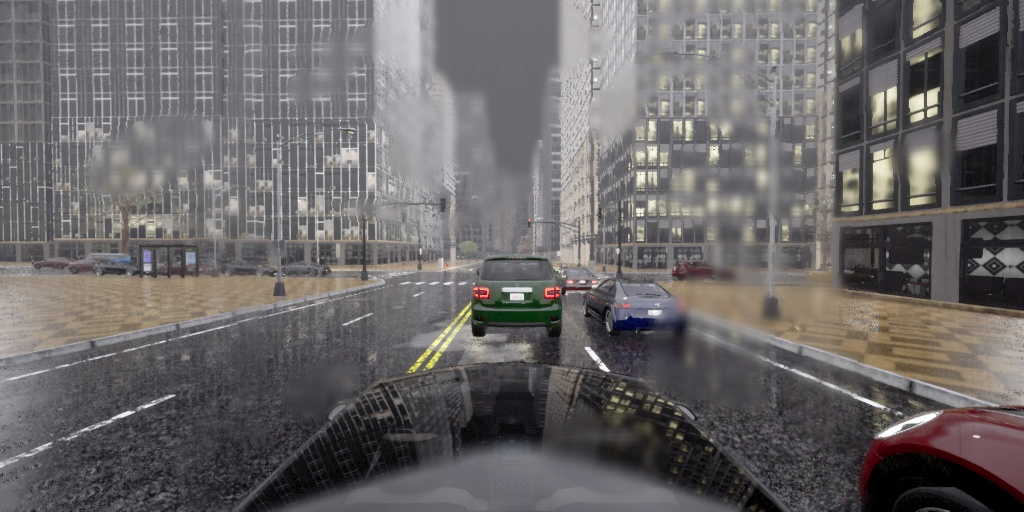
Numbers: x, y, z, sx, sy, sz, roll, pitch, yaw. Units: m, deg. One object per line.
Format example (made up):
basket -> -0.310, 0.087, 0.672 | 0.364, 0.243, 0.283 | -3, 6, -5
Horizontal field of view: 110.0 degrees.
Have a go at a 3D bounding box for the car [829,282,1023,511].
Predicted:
car -> 3.344, 1.103, 0.444 | 2.097, 1.767, 4.553 | 0, 0, 0

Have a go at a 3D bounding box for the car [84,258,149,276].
car -> -34.042, 1.069, 31.450 | 4.313, 1.339, 1.948 | 0, 0, 1

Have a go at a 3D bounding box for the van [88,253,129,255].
van -> -45.217, 0.605, 40.131 | 3.998, 1.789, 1.690 | 0, 0, 1

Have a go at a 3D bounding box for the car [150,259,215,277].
car -> -28.361, 1.138, 31.267 | 4.207, 1.307, 1.802 | 0, 0, 1

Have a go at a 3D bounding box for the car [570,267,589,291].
car -> 3.385, 1.288, 19.730 | 2.033, 1.411, 5.357 | 0, 0, 0

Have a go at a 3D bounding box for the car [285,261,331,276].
car -> -19.406, 1.157, 33.758 | 4.181, 1.385, 1.994 | 1, 1, 1

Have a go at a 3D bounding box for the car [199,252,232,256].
car -> -31.938, 0.649, 37.231 | 5.566, 2.045, 2.150 | 0, 1, 1

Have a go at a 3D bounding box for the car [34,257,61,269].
car -> -50.899, 0.793, 40.257 | 4.207, 1.307, 1.802 | 0, 0, 1

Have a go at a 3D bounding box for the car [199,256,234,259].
car -> -29.375, 0.995, 33.978 | 4.902, 1.511, 2.128 | 1, 1, 1

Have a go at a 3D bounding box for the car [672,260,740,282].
car -> 16.246, 1.269, 30.524 | 5.009, 1.841, 2.192 | 0, 0, 1

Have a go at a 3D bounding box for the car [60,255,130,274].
car -> -39.447, 0.937, 34.207 | 4.674, 1.442, 1.812 | 1, 1, 2

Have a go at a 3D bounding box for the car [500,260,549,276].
car -> 1.280, 1.234, 36.564 | 4.892, 1.490, 1.837 | 1, 1, 1

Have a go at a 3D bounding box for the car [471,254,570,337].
car -> 0.115, 0.967, 10.394 | 2.150, 2.045, 5.566 | 0, 0, 0

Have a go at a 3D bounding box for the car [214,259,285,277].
car -> -22.678, 1.174, 31.123 | 4.313, 1.339, 1.948 | 0, 0, 1

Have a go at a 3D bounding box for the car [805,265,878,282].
car -> 27.694, 1.578, 30.307 | 4.829, 1.417, 1.751 | 0, 0, 1

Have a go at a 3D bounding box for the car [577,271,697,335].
car -> 3.372, 1.310, 10.488 | 1.994, 1.385, 4.181 | 0, 0, -1
